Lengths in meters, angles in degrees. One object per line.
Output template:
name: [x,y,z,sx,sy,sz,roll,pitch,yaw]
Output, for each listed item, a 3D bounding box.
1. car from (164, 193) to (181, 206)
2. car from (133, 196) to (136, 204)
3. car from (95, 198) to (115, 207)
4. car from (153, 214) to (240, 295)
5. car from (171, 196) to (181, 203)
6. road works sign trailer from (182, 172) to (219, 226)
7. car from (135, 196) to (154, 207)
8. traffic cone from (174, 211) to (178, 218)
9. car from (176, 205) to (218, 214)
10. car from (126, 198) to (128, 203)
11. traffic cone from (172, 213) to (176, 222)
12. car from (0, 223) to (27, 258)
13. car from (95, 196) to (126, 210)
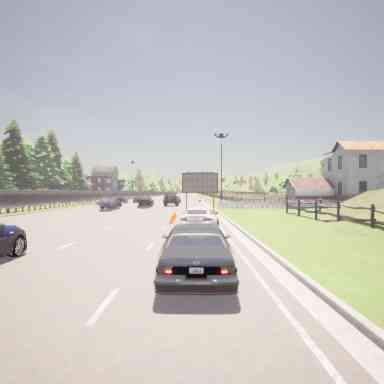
car: [-3.316,1.216,53.390,2.150,2.045,5.566,0,0,0]
car: [-10.298,1.483,64.876,2.128,1.511,4.902,0,0,0]
car: [-13.817,1.595,52.923,1.895,1.301,4.718,0,0,0]
car: [0.112,1.546,8.852,2.033,1.411,5.357,0,0,1]
car: [-3.292,1.557,68.605,1.994,1.385,4.181,0,0,0]
road works sign trailer: [0.524,0.462,22.078,2.380,3.560,2.880,0,0,-2]
car: [-6.822,1.472,49.928,1.882,1.535,5.008,0,0,0]
traffic cone: [-1.448,1.953,25.209,0.340,0.580,0.340,0,0,0]
car: [0.432,1.540,18.466,1.812,1.442,4.674,-1,-1,7]
car: [-13.798,1.498,65.161,1.837,1.490,4.892,0,0,0]
traffic cone: [-1.451,1.953,23.209,0.340,0.580,0.340,0,0,0]
car: [-6.884,1.350,9.914,2.097,1.767,4.553,0,0,0]
car: [-10.332,1.543,42.642,2.033,1.411,5.357,0,0,0]
